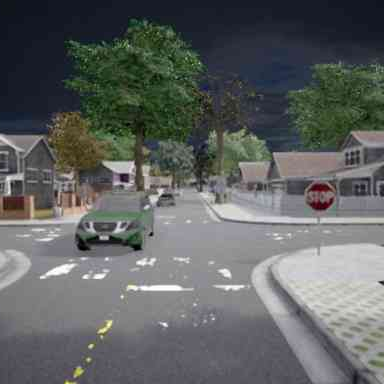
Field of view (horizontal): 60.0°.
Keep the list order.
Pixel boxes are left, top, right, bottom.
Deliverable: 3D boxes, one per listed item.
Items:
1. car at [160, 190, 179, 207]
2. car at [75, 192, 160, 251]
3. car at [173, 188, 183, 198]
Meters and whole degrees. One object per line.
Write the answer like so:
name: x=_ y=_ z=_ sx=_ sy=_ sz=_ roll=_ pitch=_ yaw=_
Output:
car: x=-2.736 y=0.867 z=36.416 sx=1.812 sy=1.442 sz=4.674 roll=0 pitch=1 yaw=0
car: x=-2.752 y=1.037 z=13.161 sx=2.150 sy=2.045 sz=5.566 roll=0 pitch=1 yaw=0
car: x=-2.730 y=0.101 z=61.120 sx=2.097 sy=1.767 sz=4.553 roll=0 pitch=1 yaw=0
